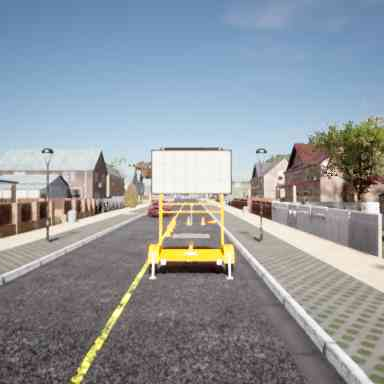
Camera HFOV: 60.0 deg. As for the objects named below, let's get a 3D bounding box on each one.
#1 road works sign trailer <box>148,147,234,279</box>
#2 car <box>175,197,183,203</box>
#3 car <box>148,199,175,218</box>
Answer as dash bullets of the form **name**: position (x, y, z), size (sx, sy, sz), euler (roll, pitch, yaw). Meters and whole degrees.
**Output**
- **road works sign trailer**: position (-0.015, 0.469, 10.022), size (2.380, 3.560, 2.880), euler (0, 0, 0)
- **car**: position (-2.949, 1.736, 72.089), size (2.033, 1.411, 5.357), euler (0, 0, 0)
- **car**: position (-2.934, 1.517, 30.751), size (1.882, 1.535, 5.008), euler (0, 0, 0)
